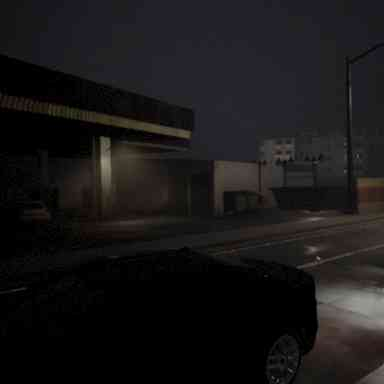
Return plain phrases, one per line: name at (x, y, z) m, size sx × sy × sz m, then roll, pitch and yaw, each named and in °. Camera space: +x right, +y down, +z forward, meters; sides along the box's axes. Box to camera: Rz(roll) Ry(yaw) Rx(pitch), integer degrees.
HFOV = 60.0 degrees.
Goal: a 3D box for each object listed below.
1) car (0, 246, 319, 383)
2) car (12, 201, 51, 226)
car at (-0.736, 1.439, 3.468) m, size 5.008 × 1.535 × 1.882 m, roll -2°, pitch 1°, yaw -36°
car at (-10.687, 1.346, 22.001) m, size 1.970 × 1.475 × 3.806 m, roll -2°, pitch 1°, yaw -35°
